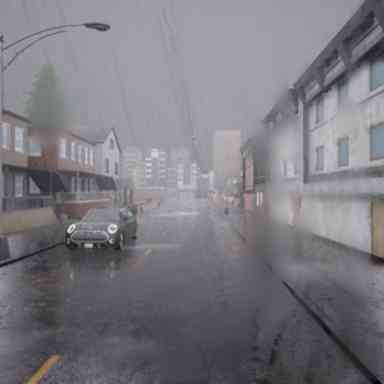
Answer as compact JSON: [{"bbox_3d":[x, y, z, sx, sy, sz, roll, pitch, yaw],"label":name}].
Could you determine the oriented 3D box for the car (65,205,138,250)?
[{"bbox_3d":[-3.746,1.399,14.516,2.097,1.767,4.553,0,0,2],"label":"car"}]
